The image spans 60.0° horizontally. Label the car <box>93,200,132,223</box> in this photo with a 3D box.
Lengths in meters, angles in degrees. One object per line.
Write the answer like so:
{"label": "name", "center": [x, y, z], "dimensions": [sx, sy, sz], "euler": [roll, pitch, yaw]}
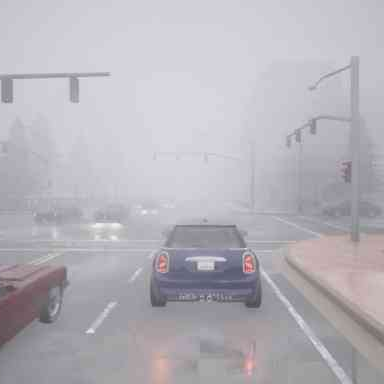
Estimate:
{"label": "car", "center": [-6.078, 1.564, 25.688], "dimensions": [1.994, 1.385, 4.181], "euler": [0, 0, 4]}

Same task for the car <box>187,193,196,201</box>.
{"label": "car", "center": [-0.058, 1.223, 82.510], "dimensions": [2.150, 2.045, 5.566], "euler": [0, 0, 2]}

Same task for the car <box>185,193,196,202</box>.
{"label": "car", "center": [-0.429, 1.520, 72.779], "dimensions": [1.812, 1.442, 4.674], "euler": [0, 0, 2]}

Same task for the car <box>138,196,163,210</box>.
{"label": "car", "center": [-5.187, 1.564, 42.429], "dimensions": [1.994, 1.385, 4.181], "euler": [0, 0, 2]}

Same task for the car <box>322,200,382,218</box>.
{"label": "car", "center": [14.128, 1.505, 29.533], "dimensions": [4.892, 1.490, 1.837], "euler": [0, 0, 4]}

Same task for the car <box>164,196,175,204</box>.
{"label": "car", "center": [-4.319, 1.492, 63.990], "dimensions": [2.128, 1.511, 4.902], "euler": [0, 0, 3]}

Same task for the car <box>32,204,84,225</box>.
{"label": "car", "center": [-9.692, 1.601, 24.452], "dimensions": [1.895, 1.301, 4.718], "euler": [0, 0, 4]}

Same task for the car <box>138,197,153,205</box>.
{"label": "car", "center": [-8.070, 1.601, 58.160], "dimensions": [1.895, 1.301, 4.718], "euler": [0, 0, 2]}

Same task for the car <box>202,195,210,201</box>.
{"label": "car", "center": [3.439, 1.475, 82.346], "dimensions": [1.882, 1.535, 5.008], "euler": [0, 0, 2]}

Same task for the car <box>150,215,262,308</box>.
{"label": "car", "center": [0.309, 1.352, 8.114], "dimensions": [2.097, 1.767, 4.553], "euler": [0, 0, 2]}

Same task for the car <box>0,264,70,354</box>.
{"label": "car", "center": [-3.305, 1.601, 4.241], "dimensions": [1.895, 1.301, 4.718], "euler": [0, 0, 2]}

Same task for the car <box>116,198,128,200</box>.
{"label": "car", "center": [-8.773, 1.526, 41.472], "dimensions": [1.812, 1.442, 4.674], "euler": [0, 0, 4]}

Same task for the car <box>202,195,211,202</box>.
{"label": "car", "center": [3.107, 1.549, 73.642], "dimensions": [1.994, 1.385, 4.181], "euler": [0, 0, 2]}
